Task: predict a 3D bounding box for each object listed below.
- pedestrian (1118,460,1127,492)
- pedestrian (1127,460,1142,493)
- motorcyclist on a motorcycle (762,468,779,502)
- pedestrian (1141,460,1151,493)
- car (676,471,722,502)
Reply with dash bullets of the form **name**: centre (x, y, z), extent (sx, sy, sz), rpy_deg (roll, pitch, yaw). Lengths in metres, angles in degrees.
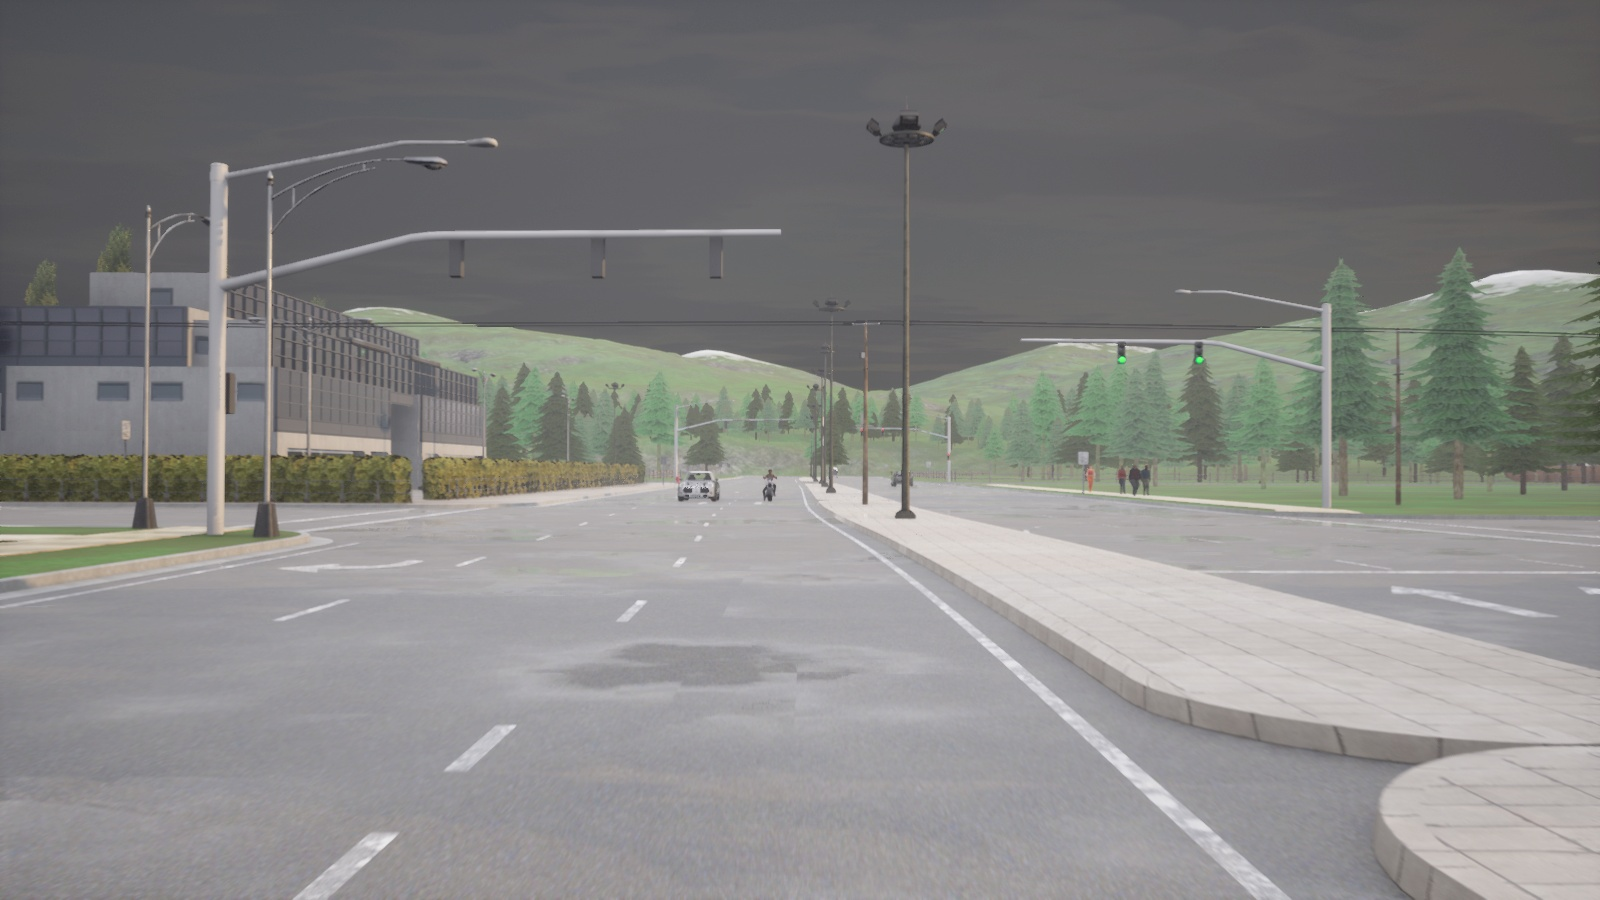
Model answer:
- **pedestrian**: centre (19.166, 1.544, 74.595), extent (0.331, 1.846, 0.636), rpy_deg (0, -1, 1)
- **pedestrian**: centre (18.588, 1.472, 69.799), extent (0.634, 1.844, 0.899), rpy_deg (0, -1, 0)
- **motorcyclist on a motorcycle**: centre (-1.470, 1.753, 62.788), extent (0.766, 1.649, 2.350), rpy_deg (0, -1, 0)
- **pedestrian**: centre (19.454, 1.480, 70.557), extent (0.370, 1.835, 0.726), rpy_deg (0, -1, 0)
- **car**: centre (-4.968, 1.776, 62.362), extent (1.970, 1.475, 3.806), rpy_deg (0, -1, 0)
